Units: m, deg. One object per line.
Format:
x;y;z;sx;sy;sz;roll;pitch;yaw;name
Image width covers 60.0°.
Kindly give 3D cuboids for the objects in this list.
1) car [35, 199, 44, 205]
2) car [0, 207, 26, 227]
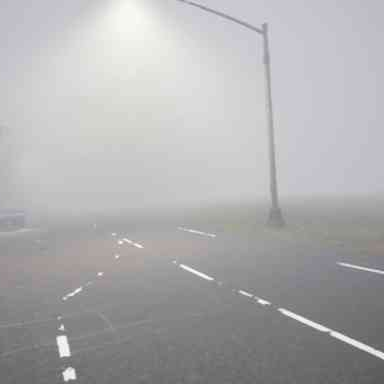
-39.630;2.506;86.513;1.812;1.442;4.674;-4;1;-24;car
-14.037;1.938;25.833;1.882;1.535;5.008;-4;1;-26;car
